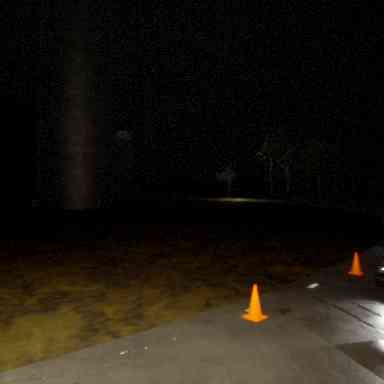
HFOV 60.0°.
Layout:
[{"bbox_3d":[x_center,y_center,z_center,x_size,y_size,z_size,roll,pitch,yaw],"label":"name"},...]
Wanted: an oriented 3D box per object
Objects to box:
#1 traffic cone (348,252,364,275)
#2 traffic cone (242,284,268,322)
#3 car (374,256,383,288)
[{"bbox_3d":[4.604,1.984,9.322,0.340,0.580,0.340,0,0,44],"label":"traffic cone"},{"bbox_3d":[1.147,1.974,6.021,0.340,0.580,0.340,0,0,-41],"label":"traffic cone"},{"bbox_3d":[6.335,1.571,8.460,2.033,1.411,5.357,0,0,43],"label":"car"}]
